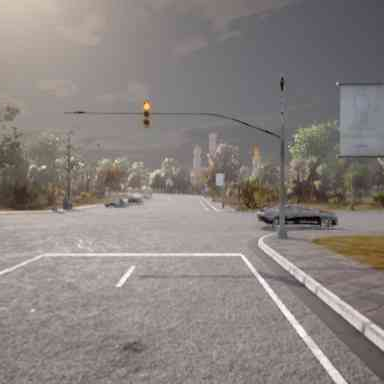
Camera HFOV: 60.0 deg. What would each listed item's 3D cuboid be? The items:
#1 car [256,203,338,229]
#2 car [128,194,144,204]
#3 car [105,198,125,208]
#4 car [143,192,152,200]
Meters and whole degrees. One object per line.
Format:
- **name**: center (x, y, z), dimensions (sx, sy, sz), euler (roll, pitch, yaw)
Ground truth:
- **car**: center (6.405, 1.447, 20.446), dimensions (4.902, 1.511, 2.128), euler (0, 0, -3)
- **car**: center (-10.512, 1.420, 61.016), dimensions (1.895, 1.301, 4.718), euler (0, 1, 0)
- **car**: center (-10.557, 1.462, 45.876), dimensions (1.994, 1.385, 4.181), euler (0, 0, 0)
- **car**: center (-10.506, 0.804, 76.957), dimensions (2.097, 1.767, 4.553), euler (0, 1, 0)
